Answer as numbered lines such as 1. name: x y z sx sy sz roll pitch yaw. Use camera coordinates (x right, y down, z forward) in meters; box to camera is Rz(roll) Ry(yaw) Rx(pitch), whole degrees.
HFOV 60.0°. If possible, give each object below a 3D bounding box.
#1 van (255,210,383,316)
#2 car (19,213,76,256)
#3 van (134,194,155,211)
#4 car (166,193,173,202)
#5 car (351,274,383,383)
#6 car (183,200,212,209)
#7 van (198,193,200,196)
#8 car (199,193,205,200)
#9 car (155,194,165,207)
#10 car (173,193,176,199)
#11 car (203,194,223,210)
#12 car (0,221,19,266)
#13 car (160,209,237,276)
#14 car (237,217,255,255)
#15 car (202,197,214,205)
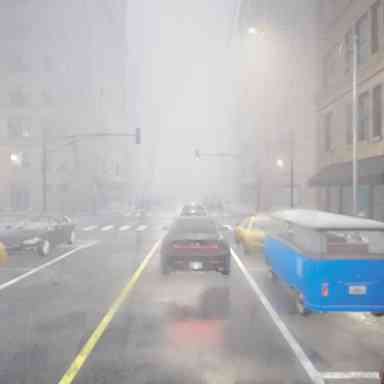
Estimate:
1. van: 2.669 1.341 7.203 1.690 1.788 3.998 0 0 0
2. car: -5.856 1.548 12.855 2.008 1.369 4.403 0 0 0
3. van: -5.855 1.328 40.050 1.690 1.788 3.998 0 0 0
4. car: -5.852 1.486 73.568 1.887 1.381 4.507 0 0 0
5. car: 2.669 1.582 1.533 1.802 1.307 4.206 0 0 0
6. car: 0.092 1.545 23.156 2.033 1.411 5.357 0 0 0
7. van: 2.673 1.294 67.993 1.690 1.788 3.998 0 0 0
8. car: 2.672 1.293 51.238 2.192 1.841 5.009 0 0 0
9. car: -5.854 1.293 51.223 2.192 1.841 5.009 0 0 0
10. car: -5.852 1.482 84.740 1.947 1.339 4.313 0 0 0
11. car: 2.671 1.427 40.068 1.967 1.590 4.097 0 0 0
12. car: -5.856 1.525 7.018 1.752 1.417 4.829 0 0 0
13. car: 0.095 1.502 10.312 1.837 1.490 4.892 0 0 0
14. car: 2.670 1.523 13.042 1.752 1.417 4.829 0 0 0
15. car: 2.672 1.538 56.822 1.947 1.339 4.313 0 0 0
